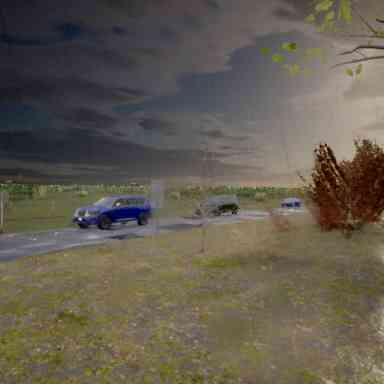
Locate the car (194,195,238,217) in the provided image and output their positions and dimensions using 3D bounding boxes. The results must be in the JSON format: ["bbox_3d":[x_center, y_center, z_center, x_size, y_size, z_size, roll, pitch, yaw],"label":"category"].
[{"bbox_3d":[2.491,1.282,32.195,2.150,2.045,5.566,0,0,35],"label":"car"}]

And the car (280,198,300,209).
[{"bbox_3d":[14.575,1.601,49.039,1.882,1.535,5.008,0,0,36],"label":"car"}]

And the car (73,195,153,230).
[{"bbox_3d":[-4.947,1.249,21.728,2.150,2.045,5.566,0,0,35],"label":"car"}]
